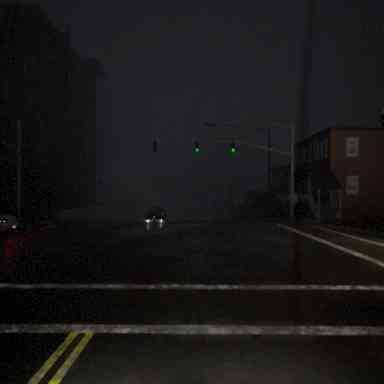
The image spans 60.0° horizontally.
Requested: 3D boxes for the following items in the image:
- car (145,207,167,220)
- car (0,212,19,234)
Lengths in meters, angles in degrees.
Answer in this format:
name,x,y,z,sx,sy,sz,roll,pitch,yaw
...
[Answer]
name,x,y,z,sx,sy,sz,roll,pitch,yaw
car,-3.637,2.222,34.367,2.033,1.411,5.357,0,-5,0
car,-11.725,1.608,17.658,4.674,1.442,1.812,0,0,1
